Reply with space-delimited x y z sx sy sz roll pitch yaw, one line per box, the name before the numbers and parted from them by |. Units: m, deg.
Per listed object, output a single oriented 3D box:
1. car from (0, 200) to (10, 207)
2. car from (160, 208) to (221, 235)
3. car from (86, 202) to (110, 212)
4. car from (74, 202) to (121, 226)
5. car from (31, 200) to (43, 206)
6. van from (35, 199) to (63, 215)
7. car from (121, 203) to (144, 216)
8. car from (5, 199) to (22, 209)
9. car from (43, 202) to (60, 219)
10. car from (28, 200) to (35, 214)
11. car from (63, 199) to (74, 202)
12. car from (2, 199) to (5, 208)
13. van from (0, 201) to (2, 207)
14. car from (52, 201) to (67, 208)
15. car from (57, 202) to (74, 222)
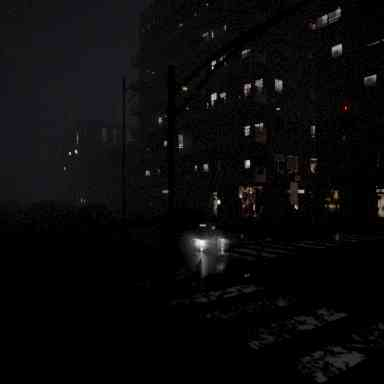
car | -42.714 2.666 75.674 1.752 1.417 4.829 -1 0 -35
car | -0.215 1.756 20.459 1.837 1.490 4.892 0 0 -35
car | -13.752 2.192 48.604 1.947 1.339 4.313 -1 0 -35
car | -7.551 1.777 26.316 1.967 1.590 4.097 -1 0 -35
car | -39.382 2.773 84.578 1.947 1.339 4.313 -1 0 -35
van | -17.170 1.900 39.815 1.690 1.788 3.998 -1 0 -35
car | -7.444 2.006 39.749 1.752 1.417 4.829 -1 0 -35
car | -33.197 2.365 62.313 1.967 1.590 4.097 -1 0 -35
car | -13.960 2.036 35.314 2.008 1.369 4.403 -1 0 -35
car | -20.374 2.073 44.314 1.967 1.590 4.097 -1 0 -35
car | -23.368 2.160 62.094 2.192 1.841 5.009 -1 0 -35
car | -36.401 2.542 66.813 1.887 1.381 4.507 -1 0 -35
van | -39.610 2.411 71.313 1.690 1.788 3.998 -1 0 -35
car | -26.567 2.462 66.591 1.887 1.381 4.507 -1 0 -35
car | -10.656 1.934 30.677 1.752 1.417 4.829 -1 0 -35
